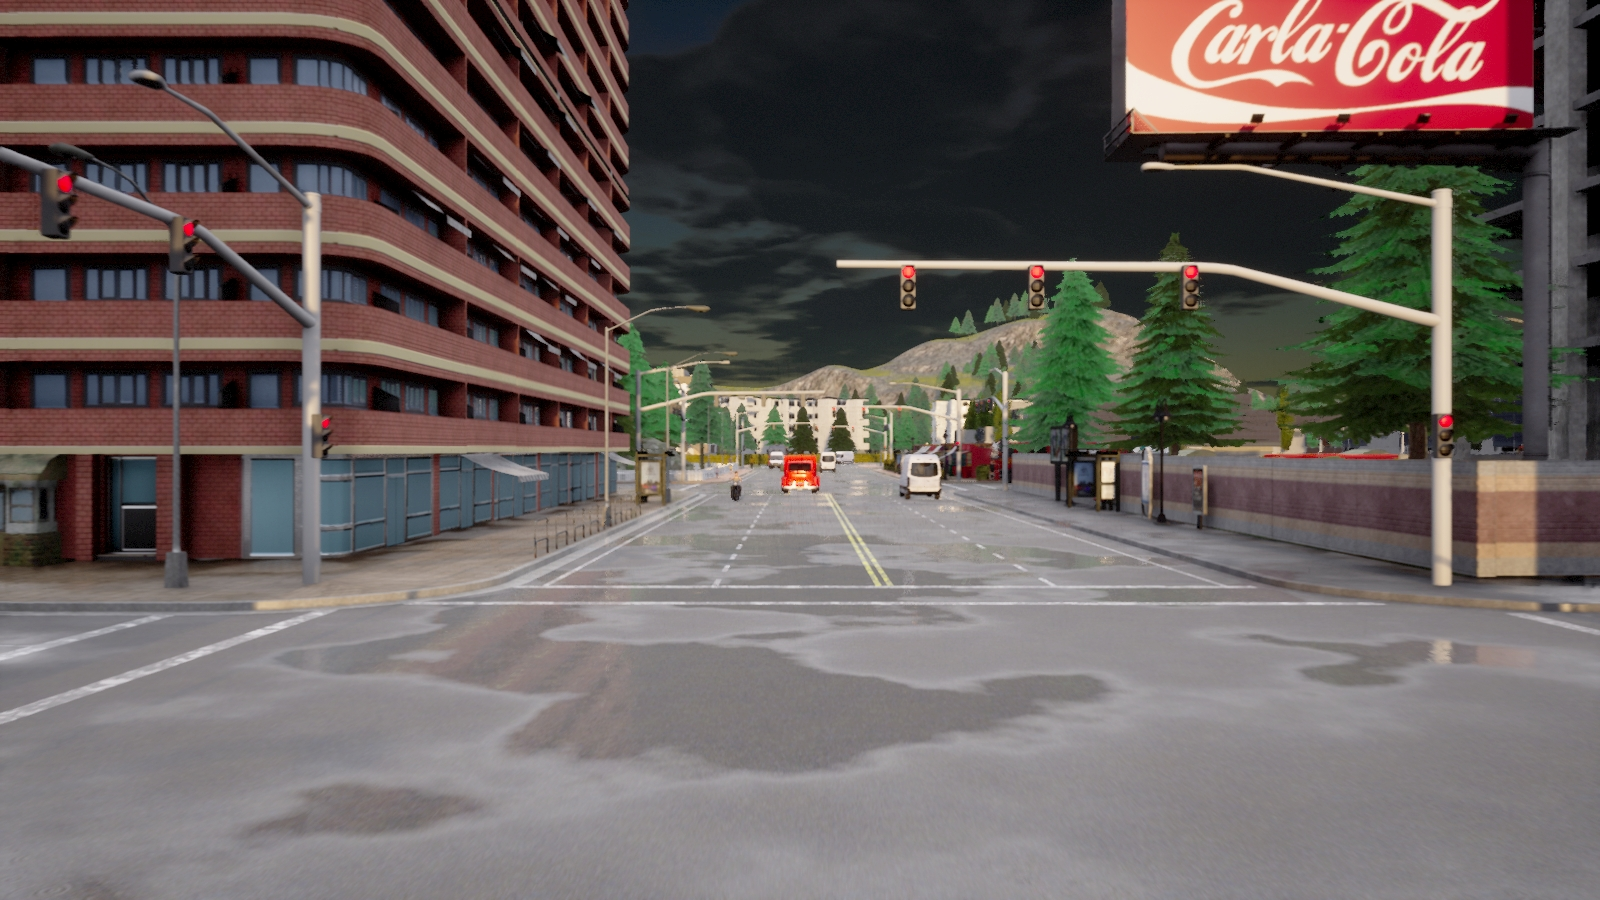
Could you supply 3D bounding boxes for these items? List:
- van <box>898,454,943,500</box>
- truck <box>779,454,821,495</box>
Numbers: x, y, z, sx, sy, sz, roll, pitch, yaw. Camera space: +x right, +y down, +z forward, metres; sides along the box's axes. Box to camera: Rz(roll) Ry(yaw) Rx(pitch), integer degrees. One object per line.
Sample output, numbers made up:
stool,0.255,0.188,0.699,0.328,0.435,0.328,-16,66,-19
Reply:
van,6.991,1.539,66.925,1.988,2.561,5.915,0,0,0
truck,0.020,1.561,74.183,2.627,2.467,5.204,0,1,1
